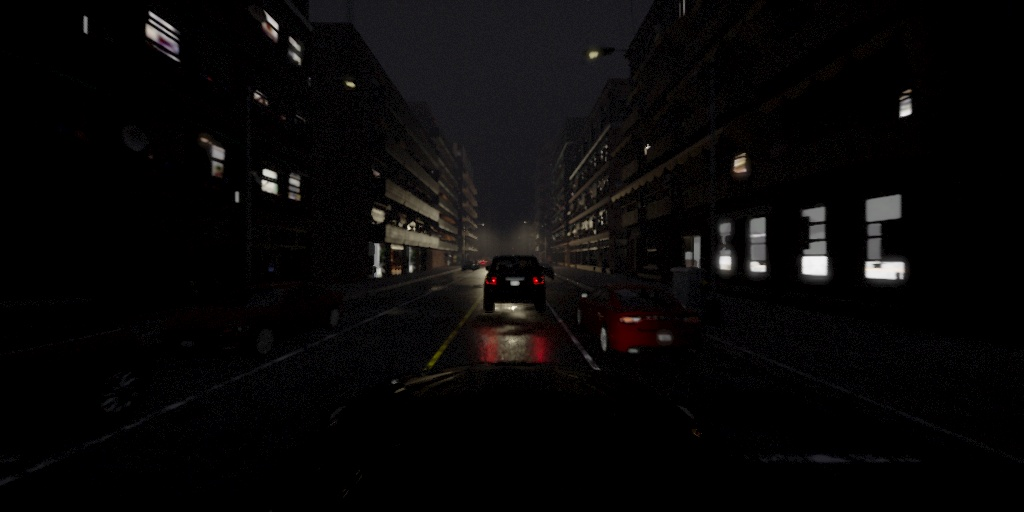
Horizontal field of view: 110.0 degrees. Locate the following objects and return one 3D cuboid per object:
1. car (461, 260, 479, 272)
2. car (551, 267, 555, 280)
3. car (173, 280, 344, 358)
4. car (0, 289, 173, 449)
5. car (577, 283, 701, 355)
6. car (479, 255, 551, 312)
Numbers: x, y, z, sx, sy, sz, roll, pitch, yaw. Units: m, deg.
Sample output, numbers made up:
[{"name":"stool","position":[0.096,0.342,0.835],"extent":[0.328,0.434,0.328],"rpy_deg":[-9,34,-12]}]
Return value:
[{"name":"car","position":[-5.706,1.341,47.987],"extent":[2.007,1.370,4.403],"rpy_deg":[0,0,0]},{"name":"car","position":[2.680,1.327,31.077],"extent":[2.007,1.370,4.403],"rpy_deg":[0,0,0]},{"name":"car","position":[-5.694,1.302,8.534],"extent":[1.888,1.381,4.507],"rpy_deg":[0,0,0]},{"name":"car","position":[-5.693,1.191,2.897],"extent":[1.967,1.591,4.097],"rpy_deg":[0,0,0]},{"name":"car","position":[2.686,1.301,8.532],"extent":[1.888,1.381,4.507],"rpy_deg":[0,0,0]},{"name":"car","position":[0.096,0.983,14.408],"extent":[2.150,2.045,5.566],"rpy_deg":[0,0,0]}]
